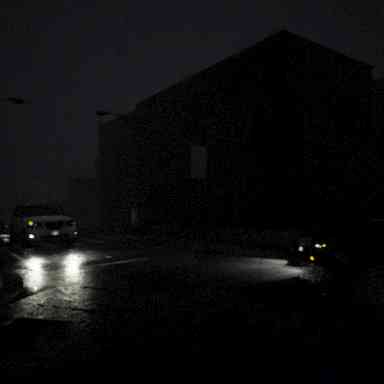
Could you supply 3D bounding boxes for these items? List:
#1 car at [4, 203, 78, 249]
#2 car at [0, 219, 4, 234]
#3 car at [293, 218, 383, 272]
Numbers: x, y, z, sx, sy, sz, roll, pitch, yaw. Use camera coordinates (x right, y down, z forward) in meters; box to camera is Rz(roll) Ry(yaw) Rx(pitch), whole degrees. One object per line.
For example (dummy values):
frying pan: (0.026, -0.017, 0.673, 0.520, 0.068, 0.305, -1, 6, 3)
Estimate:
car: (-7.497, 1.544, 16.448, 2.150, 2.045, 5.566, 0, -3, -37)
car: (-18.587, 3.244, 31.216, 1.882, 1.535, 5.008, 0, -5, -37)
car: (5.285, 1.511, 10.149, 4.181, 1.385, 1.994, -1, 0, -4)
